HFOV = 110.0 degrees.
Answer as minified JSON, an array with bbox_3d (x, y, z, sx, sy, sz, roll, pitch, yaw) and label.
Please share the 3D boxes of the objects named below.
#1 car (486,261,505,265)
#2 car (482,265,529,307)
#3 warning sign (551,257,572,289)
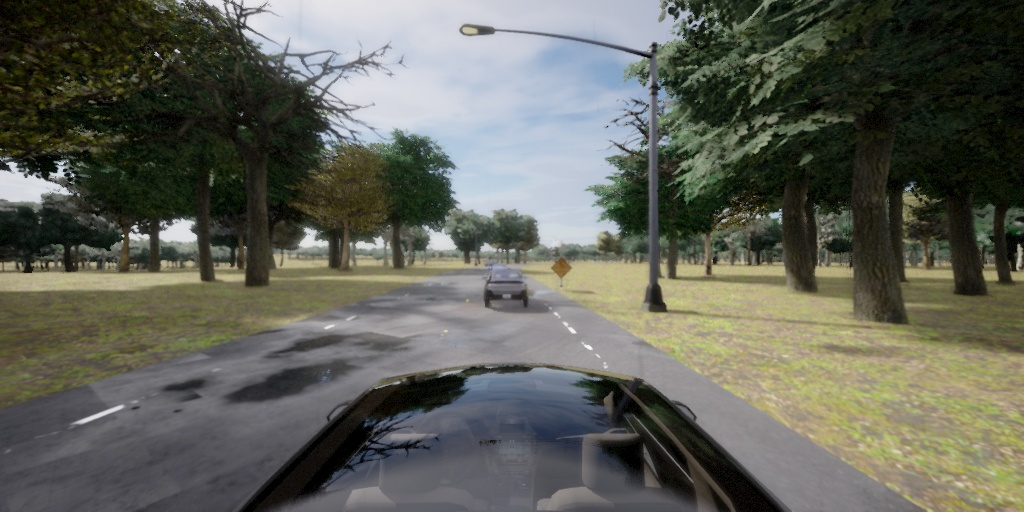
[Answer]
[{"bbox_3d":[-1.109,1.433,31.306,1.812,1.442,4.674,0,0,-3],"label":"car"},{"bbox_3d":[-0.302,1.349,16.231,2.128,1.511,4.902,0,0,-3],"label":"car"},{"bbox_3d":[2.969,0.994,21.623,1.300,1.860,1.060,0,0,-3],"label":"warning sign"}]
